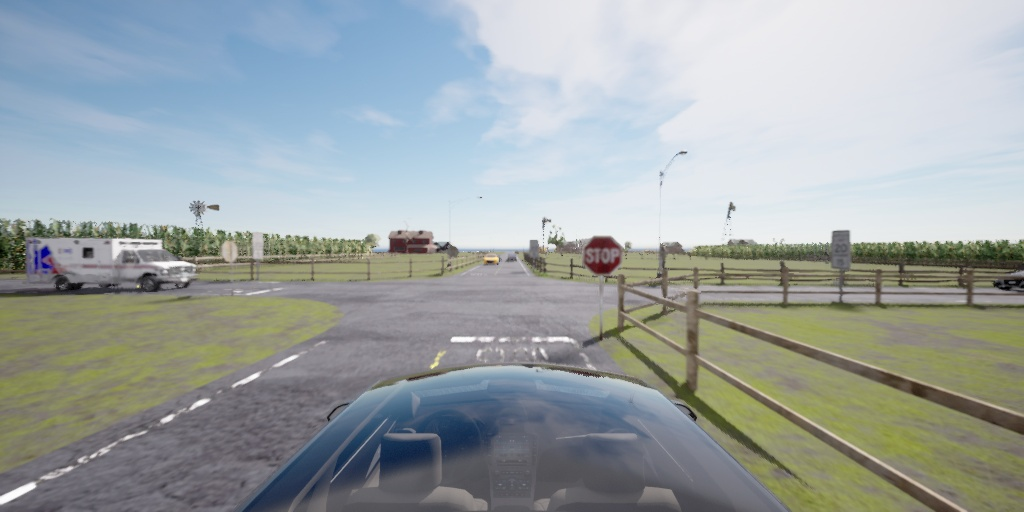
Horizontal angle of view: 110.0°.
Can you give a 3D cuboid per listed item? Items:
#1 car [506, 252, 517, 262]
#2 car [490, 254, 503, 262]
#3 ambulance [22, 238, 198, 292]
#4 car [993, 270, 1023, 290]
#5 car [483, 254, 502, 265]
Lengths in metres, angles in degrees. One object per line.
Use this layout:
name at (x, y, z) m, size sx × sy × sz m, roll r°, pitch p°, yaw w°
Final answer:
car at (-0.024, 0.284, 63.973) m, size 2.033 × 1.411 × 5.357 m, roll 0°, pitch 1°, yaw 0°
car at (-2.787, 0.282, 64.992) m, size 1.994 × 1.385 × 4.181 m, roll 0°, pitch 1°, yaw 0°
ambulance at (-18.913, 0.397, 17.203) m, size 6.366 × 2.431 × 2.351 m, roll 0°, pitch 1°, yaw 1°
car at (29.395, 1.284, 19.620) m, size 4.181 × 1.385 × 1.994 m, roll 1°, pitch 1°, yaw 1°
car at (-2.828, 0.457, 49.126) m, size 1.882 × 1.535 × 5.008 m, roll 0°, pitch 1°, yaw 0°
